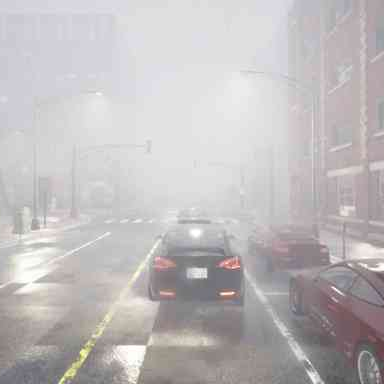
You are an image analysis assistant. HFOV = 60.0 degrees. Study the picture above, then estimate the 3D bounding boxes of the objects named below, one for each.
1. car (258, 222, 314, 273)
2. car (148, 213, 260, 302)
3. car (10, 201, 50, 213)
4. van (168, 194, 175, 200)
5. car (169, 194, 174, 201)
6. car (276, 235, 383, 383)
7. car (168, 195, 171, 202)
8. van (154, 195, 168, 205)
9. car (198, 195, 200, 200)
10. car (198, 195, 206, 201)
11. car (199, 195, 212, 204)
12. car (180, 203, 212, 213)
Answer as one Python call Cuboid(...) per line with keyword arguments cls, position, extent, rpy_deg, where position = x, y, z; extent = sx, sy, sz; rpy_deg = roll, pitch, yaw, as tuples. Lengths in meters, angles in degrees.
Cuboid(cls="car", position=(2.828, 1.585, 10.291), extent=(1.802, 1.307, 4.206), rpy_deg=(1, 0, 0))
Cuboid(cls="car", position=(0.093, 1.506, 8.336), extent=(2.163, 1.488, 4.792), rpy_deg=(0, 0, 0))
Cuboid(cls="car", position=(-18.744, 1.730, 38.655), extent=(4.313, 1.339, 1.947), rpy_deg=(0, -1, 0))
Cuboid(cls="van", position=(-5.756, 1.376, 93.490), extent=(1.690, 1.788, 3.998), rpy_deg=(1, 0, 0))
Cuboid(cls="car", position=(-5.746, 1.607, 76.533), extent=(1.802, 1.307, 4.206), rpy_deg=(1, 0, 0))
Cuboid(cls="car", position=(2.663, 1.583, 4.635), extent=(1.802, 1.307, 4.206), rpy_deg=(1, 0, 0))
Cuboid(cls="car", position=(-5.736, 1.602, 65.228), extent=(1.802, 1.307, 4.206), rpy_deg=(1, 0, 0))
Cuboid(cls="van", position=(-5.727, 1.359, 59.576), extent=(1.690, 1.788, 3.998), rpy_deg=(1, 0, 0))
Cuboid(cls="car", position=(2.630, 1.573, 82.155), extent=(1.887, 1.381, 4.507), rpy_deg=(1, 0, 0))
Cuboid(cls="car", position=(2.625, 1.597, 87.806), extent=(1.947, 1.339, 4.313), rpy_deg=(1, 0, 0))
Cuboid(cls="car", position=(2.650, 1.544, 59.715), extent=(1.752, 1.417, 4.829), rpy_deg=(1, 0, 0))
Cuboid(cls="car", position=(0.086, 1.552, 17.608), extent=(2.033, 1.411, 5.357), rpy_deg=(0, 0, -1))
